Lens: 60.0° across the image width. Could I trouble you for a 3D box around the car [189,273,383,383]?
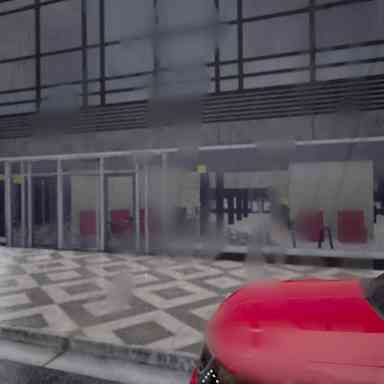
[{"bbox_3d":[2.708,1.223,2.146,5.566,2.045,2.150,0,0,18],"label":"car"}]
